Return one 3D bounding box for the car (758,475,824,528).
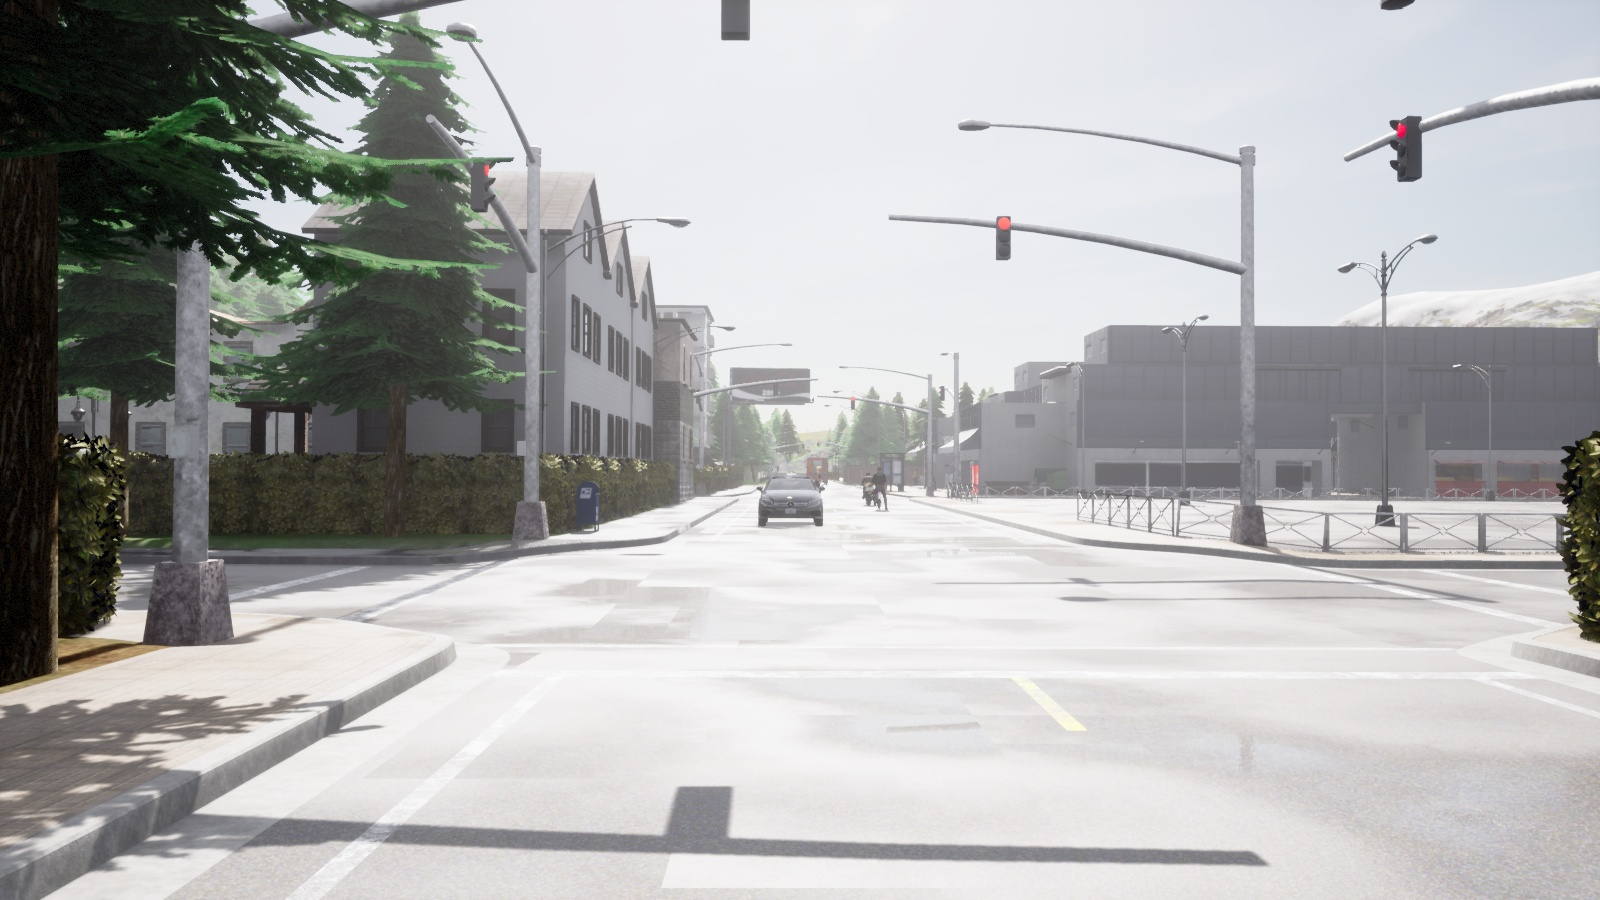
[{"bbox_3d":[-0.258,1.455,36.731,1.812,1.442,4.674,0,-1,0],"label":"car"}]

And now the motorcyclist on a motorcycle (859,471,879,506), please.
[{"bbox_3d":[3.109,1.733,56.791,0.797,1.523,2.044,0,-1,0],"label":"motorcyclist on a motorcycle"}]
